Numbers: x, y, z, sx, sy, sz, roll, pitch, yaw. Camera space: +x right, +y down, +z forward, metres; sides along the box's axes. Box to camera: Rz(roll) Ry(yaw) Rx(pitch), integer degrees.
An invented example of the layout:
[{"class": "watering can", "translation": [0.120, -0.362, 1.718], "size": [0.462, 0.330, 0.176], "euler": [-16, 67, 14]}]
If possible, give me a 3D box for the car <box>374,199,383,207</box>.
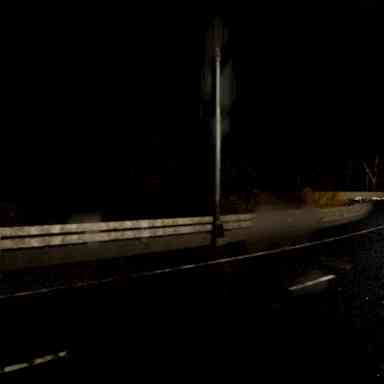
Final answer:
[{"class": "car", "translation": [37.037, 2.103, 64.763], "size": [2.128, 1.511, 4.902], "euler": [0, 0, 12]}]
